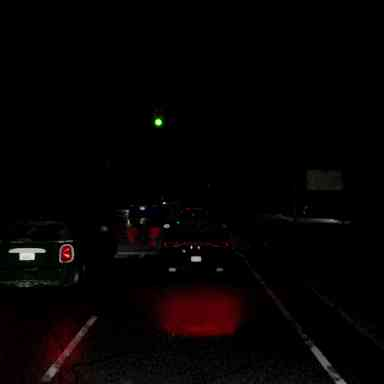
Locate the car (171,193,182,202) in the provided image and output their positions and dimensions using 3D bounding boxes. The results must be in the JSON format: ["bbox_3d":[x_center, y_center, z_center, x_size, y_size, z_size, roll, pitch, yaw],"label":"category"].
[{"bbox_3d":[-3.505,1.208,73.524,2.150,2.045,5.566,0,0,0],"label":"car"}]

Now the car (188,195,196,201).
[{"bbox_3d":[-0.006,1.394,83.913,1.812,1.442,4.674,0,0,0],"label":"car"}]

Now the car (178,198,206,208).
[{"bbox_3d":[0.098,1.487,27.448,2.128,1.511,4.902,0,0,0],"label":"car"}]

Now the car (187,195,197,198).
[{"bbox_3d":[-0.005,1.337,73.847,2.097,1.767,4.553,0,0,0],"label":"car"}]

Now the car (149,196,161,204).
[{"bbox_3d":[-7.005,1.468,63.259,1.882,1.535,5.008,0,0,0],"label":"car"}]

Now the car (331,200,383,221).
[{"bbox_3d":[13.705,1.560,26.262,4.181,1.385,1.994,0,0,3],"label":"car"}]

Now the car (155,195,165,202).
[{"bbox_3d":[-7.005,1.448,73.284,1.882,1.535,5.008,0,0,0],"label":"car"}]

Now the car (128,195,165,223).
[{"bbox_3d":[-3.401,1.218,25.551,2.150,2.045,5.566,0,0,0],"label":"car"}]

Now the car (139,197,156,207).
[{"bbox_3d":[-7.035,1.539,53.450,2.033,1.411,5.357,0,0,0],"label":"car"}]

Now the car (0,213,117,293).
[{"bbox_3d":[-3.456,1.351,9.002,2.097,1.767,4.553,0,0,-1],"label":"car"}]

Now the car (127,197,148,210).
[{"bbox_3d":[-7.089,1.498,43.670,1.837,1.490,4.892,0,0,0],"label":"car"}]

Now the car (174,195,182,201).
[{"bbox_3d":[-3.506,1.465,83.943,1.895,1.301,4.718,0,0,0],"label":"car"}]

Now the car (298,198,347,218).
[{"bbox_3d":[11.944,1.348,29.869,4.553,1.767,2.097,0,0,3],"label":"car"}]

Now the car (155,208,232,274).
[{"bbox_3d":[0.101,1.476,10.541,1.882,1.535,5.008,0,0,0],"label":"car"}]
